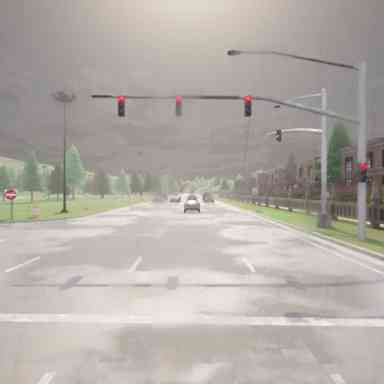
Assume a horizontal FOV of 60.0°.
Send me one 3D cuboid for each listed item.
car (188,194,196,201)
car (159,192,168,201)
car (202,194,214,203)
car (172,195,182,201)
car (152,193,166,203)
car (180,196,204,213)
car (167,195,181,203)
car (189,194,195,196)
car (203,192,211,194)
[{"bbox_3d":[0.038,1.328,78.532,1.837,1.490,4.892,0,0,0],"label":"car"},{"bbox_3d":[-6.962,1.053,78.565,2.150,2.045,5.566,0,0,0],"label":"car"},{"bbox_3d":[3.533,1.597,68.557,1.895,1.301,4.718,0,0,0],"label":"car"},{"bbox_3d":[-3.462,1.368,78.533,2.033,1.411,5.357,0,0,0],"label":"car"},{"bbox_3d":[-6.967,1.522,68.532,1.812,1.442,4.674,0,0,0],"label":"car"},{"bbox_3d":[0.018,1.545,37.499,2.033,1.411,5.357,0,0,0],"label":"car"},{"bbox_3d":[-3.467,1.560,68.530,1.994,1.385,4.181,0,0,0],"label":"car"},{"bbox_3d":[0.033,1.348,68.499,2.097,1.767,4.553,0,0,0],"label":"car"},{"bbox_3d":[3.538,1.053,78.560,2.150,2.045,5.566,0,0,0],"label":"car"}]
